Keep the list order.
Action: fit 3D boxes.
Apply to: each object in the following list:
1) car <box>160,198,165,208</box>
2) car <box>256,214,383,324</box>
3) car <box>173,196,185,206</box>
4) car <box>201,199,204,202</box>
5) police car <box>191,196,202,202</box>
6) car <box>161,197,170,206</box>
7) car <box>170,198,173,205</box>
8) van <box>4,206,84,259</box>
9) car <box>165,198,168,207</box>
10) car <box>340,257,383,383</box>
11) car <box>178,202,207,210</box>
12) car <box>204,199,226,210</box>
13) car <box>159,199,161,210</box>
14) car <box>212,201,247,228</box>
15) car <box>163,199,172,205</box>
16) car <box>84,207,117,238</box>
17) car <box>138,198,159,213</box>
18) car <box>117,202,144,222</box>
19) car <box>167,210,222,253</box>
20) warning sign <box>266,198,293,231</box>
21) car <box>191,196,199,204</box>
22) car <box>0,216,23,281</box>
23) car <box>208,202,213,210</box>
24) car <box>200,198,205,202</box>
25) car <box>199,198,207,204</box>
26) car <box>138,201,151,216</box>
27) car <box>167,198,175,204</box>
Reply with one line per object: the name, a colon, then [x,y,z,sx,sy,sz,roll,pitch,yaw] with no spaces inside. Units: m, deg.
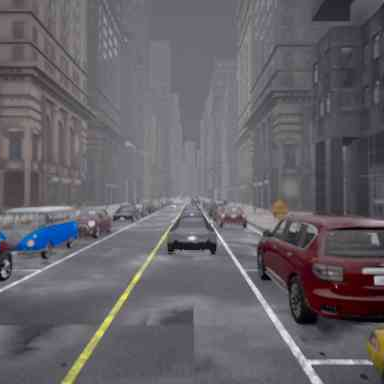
car: [-5.770,2.045,52.001,2.008,1.369,4.403,0,-1,0]
car: [2.765,1.384,7.194,2.192,1.841,5.009,0,-1,0]
car: [-3.015,2.205,71.744,1.812,1.442,4.674,0,-1,0]
car: [2.756,1.991,46.406,2.008,1.369,4.403,0,-1,0]
police car: [0.884,2.182,79.410,1.930,1.638,5.238,0,-1,0]
car: [-5.772,2.041,63.205,1.967,1.590,4.097,0,-1,0]
car: [-5.773,1.970,68.808,2.192,1.841,5.009,0,-1,0]
van: [-5.761,1.463,12.792,1.690,1.788,3.998,0,-1,0]
car: [-5.771,2.113,57.602,1.947,1.339,4.313,0,-1,0]
car: [2.766,1.543,1.760,1.752,1.417,4.829,0,-1,0]
car: [0.001,1.842,29.299,1.994,1.385,4.181,0,0,0]
car: [2.760,1.649,35.204,2.192,1.841,5.009,0,-1,0]
car: [-5.769,1.964,46.230,1.752,1.417,4.829,0,-1,0]
car: [2.761,1.668,23.999,1.967,1.590,4.097,0,-1,0]
car: [-5.776,2.307,80.009,1.887,1.381,4.507,0,-1,0]
car: [-5.763,1.615,18.393,1.967,1.590,4.097,0,-1,0]
car: [-5.767,1.702,40.800,2.192,1.841,5.009,0,-1,0]
car: [-5.765,1.847,29.595,1.947,1.339,4.313,0,-1,0]
car: [0.004,1.700,14.310,1.994,1.385,4.181,0,0,0]
warning sign: [5.060,1.298,19.310,1.300,1.860,1.060,0,-1,0]
car: [0.803,2.076,89.324,2.150,2.045,5.566,0,-1,-1]
car: [-5.760,1.509,7.190,1.967,1.590,4.097,0,-1,0]
car: [2.760,1.847,29.600,1.947,1.339,4.313,0,-1,0]
car: [2.754,2.092,57.610,1.887,1.381,4.507,0,-1,0]
car: [2.749,2.256,85.620,1.967,1.590,4.097,0,-1,0]
car: [-5.767,1.916,35.196,1.802,1.307,4.206,0,-1,0]
car: [-5.778,2.453,91.211,1.802,1.307,4.206,0,-1,0]
